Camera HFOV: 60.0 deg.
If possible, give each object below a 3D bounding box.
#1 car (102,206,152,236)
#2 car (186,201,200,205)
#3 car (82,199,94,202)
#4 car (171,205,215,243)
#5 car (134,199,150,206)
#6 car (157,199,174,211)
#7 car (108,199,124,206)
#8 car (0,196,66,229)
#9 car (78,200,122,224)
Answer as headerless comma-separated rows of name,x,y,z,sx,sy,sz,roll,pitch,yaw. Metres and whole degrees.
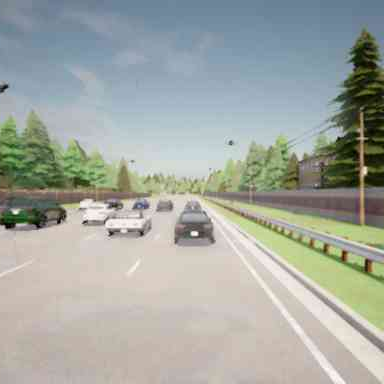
car,-3.398,1.666,18.844,1.895,1.301,4.718,0,0,0
car,0.104,1.673,36.252,2.033,1.411,5.357,0,0,0
car,-13.893,1.682,45.146,1.812,1.442,4.674,0,0,0
car,0.098,1.582,16.174,1.812,1.442,4.674,0,0,0
car,-6.893,1.684,45.879,1.812,1.442,4.674,0,0,0
car,-3.394,1.641,42.949,2.128,1.511,4.902,0,0,0
car,-10.394,1.631,44.206,1.882,1.535,5.008,0,0,0
car,-10.398,1.301,22.298,2.150,2.045,5.566,0,0,0
car,-6.896,1.613,25.321,1.812,1.442,4.674,0,0,0
